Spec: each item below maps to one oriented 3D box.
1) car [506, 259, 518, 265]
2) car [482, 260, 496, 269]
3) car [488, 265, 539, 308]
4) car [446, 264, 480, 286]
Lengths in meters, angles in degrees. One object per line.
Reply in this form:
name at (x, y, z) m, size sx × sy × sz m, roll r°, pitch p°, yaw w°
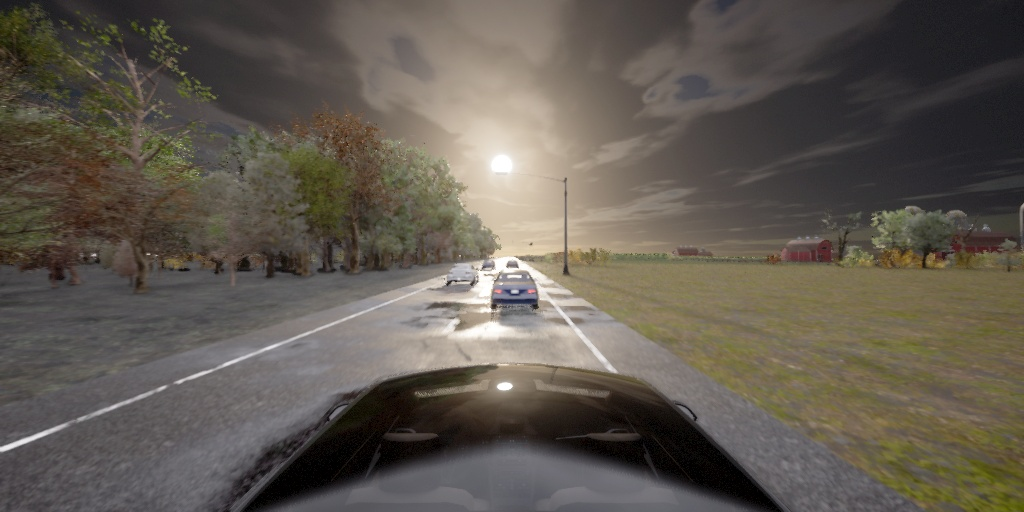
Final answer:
car at (0.072, 1.257, 59.831) m, size 1.994 × 1.385 × 4.181 m, roll 0°, pitch 0°, yaw 0°
car at (-3.423, 1.247, 53.791) m, size 2.033 × 1.411 × 5.357 m, roll 0°, pitch 0°, yaw 0°
car at (0.096, 1.289, 15.026) m, size 2.033 × 1.411 × 5.357 m, roll 0°, pitch 0°, yaw 0°
car at (-3.411, 1.257, 25.364) m, size 1.812 × 1.442 × 4.674 m, roll 0°, pitch 0°, yaw 0°
